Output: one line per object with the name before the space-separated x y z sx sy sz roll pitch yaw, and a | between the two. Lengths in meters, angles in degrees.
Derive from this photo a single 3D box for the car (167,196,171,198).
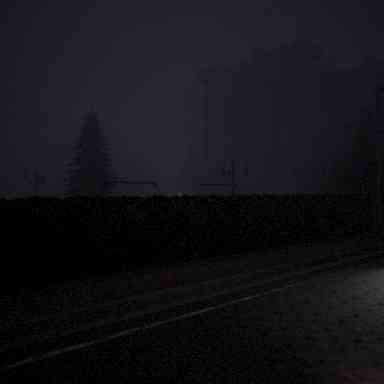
car | -4.684 1.337 50.366 2.097 1.767 4.553 0 0 -38

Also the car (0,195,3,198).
car | -40.312 1.374 67.393 3.633 1.501 1.845 0 0 -38
